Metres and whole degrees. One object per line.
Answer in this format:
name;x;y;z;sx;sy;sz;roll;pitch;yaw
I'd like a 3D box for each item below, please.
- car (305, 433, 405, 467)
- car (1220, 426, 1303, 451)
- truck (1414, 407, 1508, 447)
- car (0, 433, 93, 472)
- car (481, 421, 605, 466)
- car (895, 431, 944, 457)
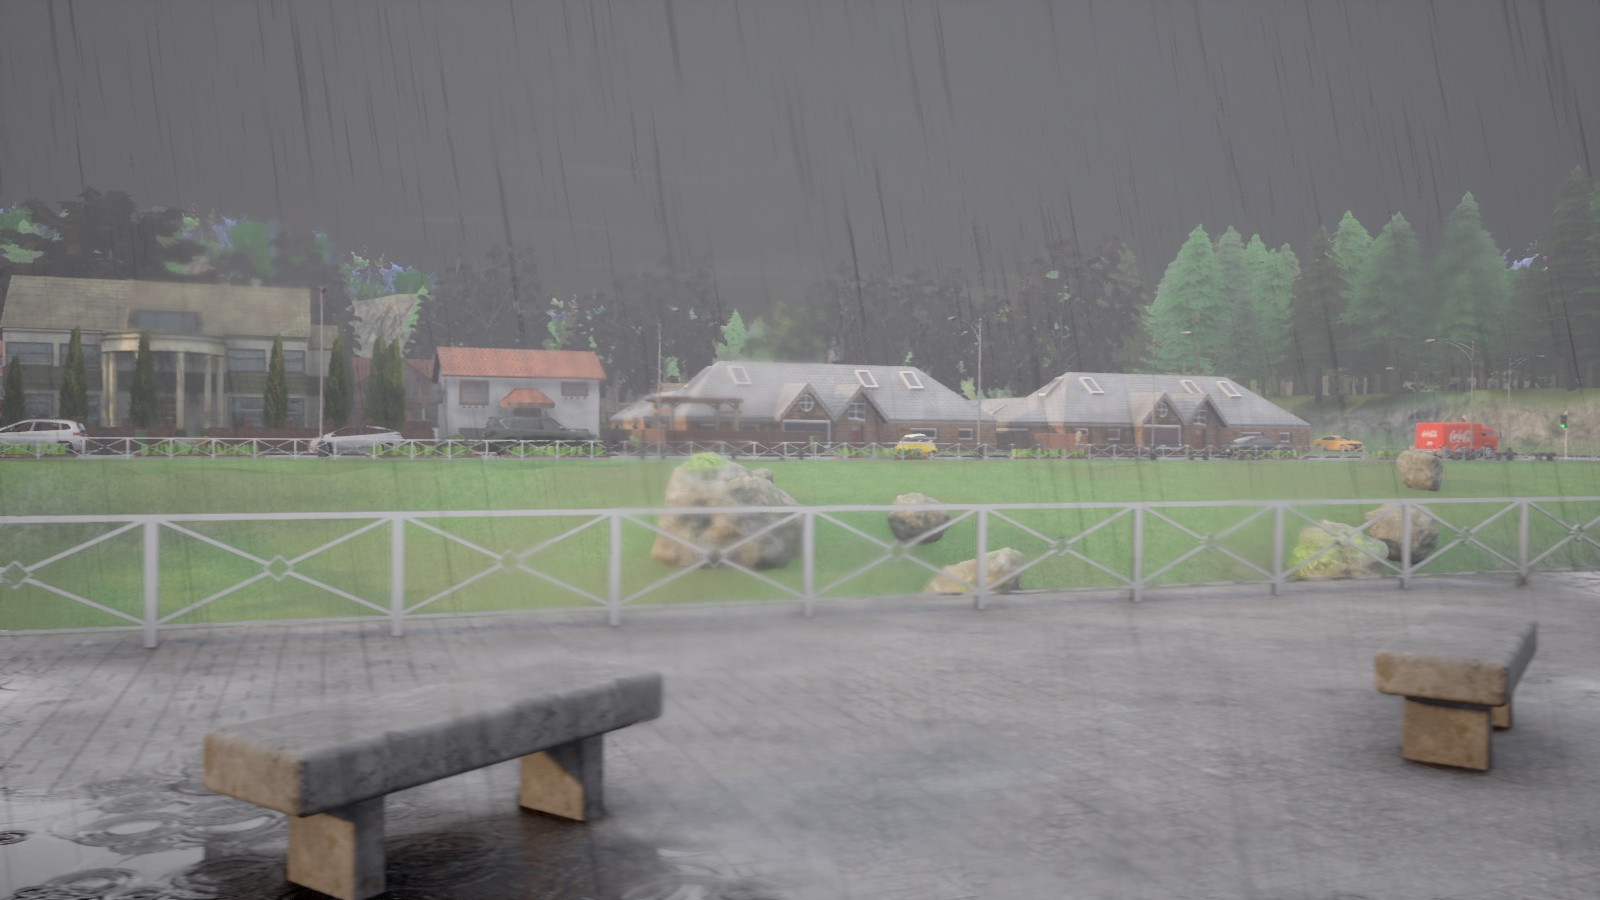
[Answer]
car;-21.791;-0.020;61.465;4.514;1.525;2.007;-1;1;-21
car;27.951;-0.716;76.059;4.674;1.442;1.812;-1;1;-21
truck;43.021;-1.478;81.771;5.204;2.467;2.627;-1;1;-21
car;-34.683;0.097;56.573;4.611;1.667;2.242;-1;1;-21
car;-12.448;-0.337;60.728;5.566;2.045;2.150;-1;1;-21
car;6.458;-0.322;67.906;2.207;1.376;1.481;-1;1;-21
